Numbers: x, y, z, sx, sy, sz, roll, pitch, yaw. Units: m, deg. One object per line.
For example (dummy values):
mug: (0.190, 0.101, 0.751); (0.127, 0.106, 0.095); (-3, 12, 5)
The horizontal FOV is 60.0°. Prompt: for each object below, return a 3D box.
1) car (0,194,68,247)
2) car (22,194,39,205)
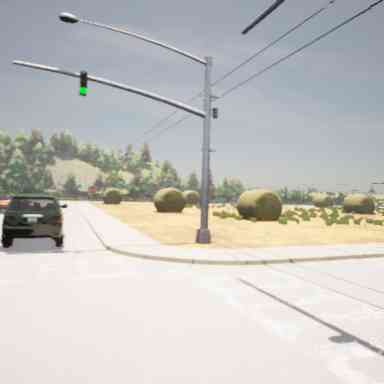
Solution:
car: (-6.739, 1.097, 14.562); (2.150, 2.045, 5.566); (2, 0, -21)
car: (-23.572, 1.052, 48.592); (1.812, 1.442, 4.674); (2, 0, -21)
